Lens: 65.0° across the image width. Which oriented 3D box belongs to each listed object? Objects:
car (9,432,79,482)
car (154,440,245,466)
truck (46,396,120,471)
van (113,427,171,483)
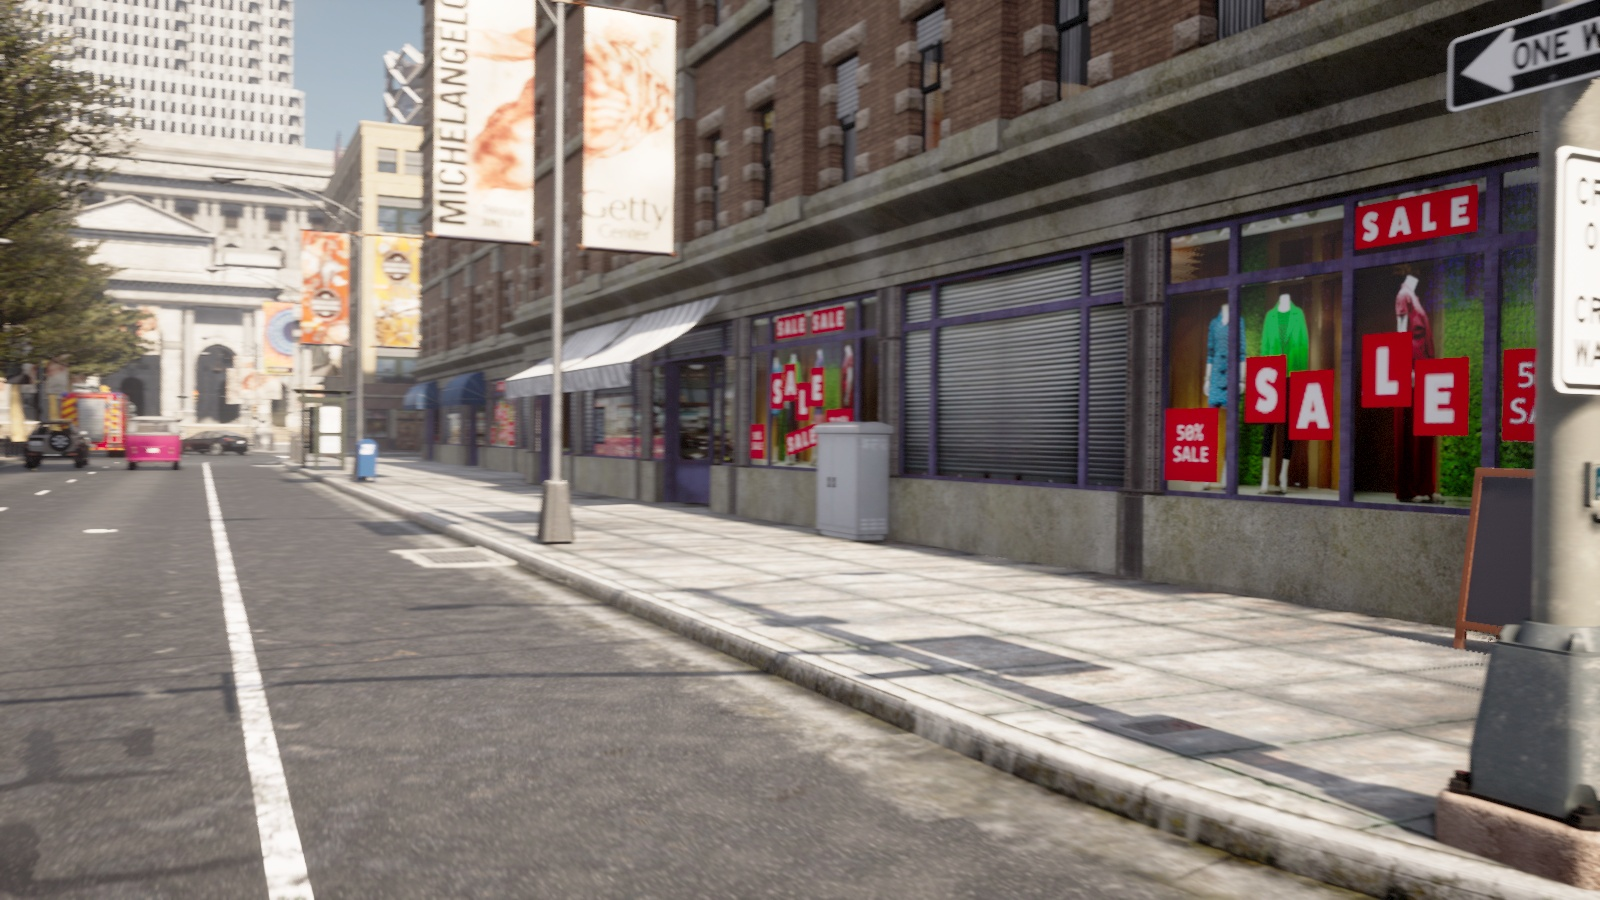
[{"bbox_3d":[-29.461,0.237,49.068,1.932,1.855,4.605,-1,1,-26],"label":"car"},{"bbox_3d":[-35.614,0.197,74.512,4.792,1.488,2.163,0,1,22],"label":"car"},{"bbox_3d":[-38.812,-0.881,68.192,2.891,3.827,8.468,-1,1,-26],"label":"truck"},{"bbox_3d":[-24.475,0.163,46.831,1.775,1.987,4.442,-1,1,-26],"label":"van"}]
